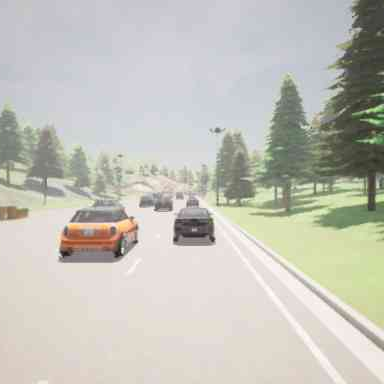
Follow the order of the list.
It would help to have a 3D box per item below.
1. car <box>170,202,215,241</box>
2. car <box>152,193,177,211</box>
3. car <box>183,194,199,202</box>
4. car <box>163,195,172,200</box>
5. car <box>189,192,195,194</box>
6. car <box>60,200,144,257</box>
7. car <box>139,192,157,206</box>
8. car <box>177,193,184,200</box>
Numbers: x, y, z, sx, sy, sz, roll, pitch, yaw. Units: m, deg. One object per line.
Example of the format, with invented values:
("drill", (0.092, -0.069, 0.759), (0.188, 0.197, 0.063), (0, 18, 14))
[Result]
("car", (0.096, 1.481, 16.810), (1.882, 1.535, 5.008), (0, 0, 0))
("car", (-3.407, 1.358, 41.505), (2.097, 1.767, 4.553), (0, 0, 0))
("car", (0.091, 1.500, 48.693), (2.128, 1.511, 4.902), (0, 0, 0))
("car", (-7.019, 1.548, 94.731), (2.033, 1.411, 5.357), (0, 0, 0))
("car", (-0.019, 1.549, 95.149), (2.033, 1.411, 5.357), (0, 0, 0))
("car", (-3.403, 1.353, 13.110), (2.097, 1.767, 4.553), (0, 0, 0))
("car", (-6.912, 1.360, 52.379), (2.097, 1.767, 4.553), (0, 0, 0))
("car", (-3.519, 1.233, 94.762), (2.150, 2.045, 5.566), (0, 0, 0))
